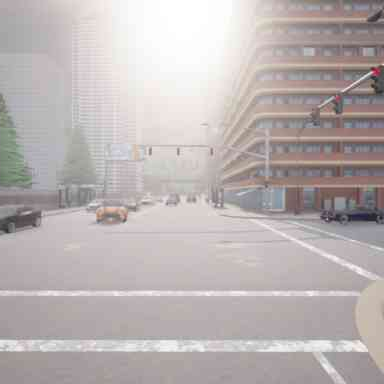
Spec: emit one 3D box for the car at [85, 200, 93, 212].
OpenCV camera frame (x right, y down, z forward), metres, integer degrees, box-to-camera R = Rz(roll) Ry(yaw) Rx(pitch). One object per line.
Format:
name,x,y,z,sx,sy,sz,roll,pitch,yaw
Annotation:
car,-10.649,1.525,38.030,1.812,1.442,4.674,0,0,0

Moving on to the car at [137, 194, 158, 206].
car,-7.160,1.477,53.672,1.882,1.535,5.008,0,0,0

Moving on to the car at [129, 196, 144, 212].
car,-7.133,1.526,38.484,1.812,1.442,4.674,0,0,0

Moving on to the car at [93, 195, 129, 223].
car,-6.093,1.332,25.273,2.097,1.767,4.553,0,0,-12

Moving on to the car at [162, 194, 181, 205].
car,-3.472,1.547,56.854,2.033,1.411,5.357,0,0,0

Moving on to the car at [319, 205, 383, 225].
car,11.393,1.545,23.237,4.718,1.301,1.895,0,0,-13

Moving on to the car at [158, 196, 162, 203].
car,-7.088,1.520,69.400,2.128,1.511,4.902,0,0,0

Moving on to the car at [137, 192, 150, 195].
car,-10.588,1.221,69.042,2.150,2.045,5.566,0,0,0

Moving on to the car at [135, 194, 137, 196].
car,-10.658,1.353,53.545,2.097,1.767,4.553,0,0,0

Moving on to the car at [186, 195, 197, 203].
car,-0.089,1.350,69.723,2.097,1.767,4.553,0,0,0

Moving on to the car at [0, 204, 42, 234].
car,-10.626,1.471,19.493,1.882,1.535,5.008,0,0,0
